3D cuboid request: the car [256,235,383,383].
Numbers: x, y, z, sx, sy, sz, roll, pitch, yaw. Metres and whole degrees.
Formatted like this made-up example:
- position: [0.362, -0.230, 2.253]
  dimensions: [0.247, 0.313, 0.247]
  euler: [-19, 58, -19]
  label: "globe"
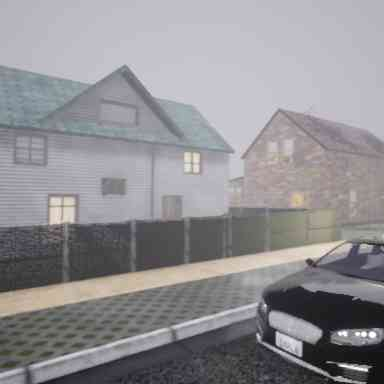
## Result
- position: [3.121, 1.496, 5.248]
  dimensions: [4.902, 1.511, 2.128]
  euler: [0, 0, -35]
  label: "car"
